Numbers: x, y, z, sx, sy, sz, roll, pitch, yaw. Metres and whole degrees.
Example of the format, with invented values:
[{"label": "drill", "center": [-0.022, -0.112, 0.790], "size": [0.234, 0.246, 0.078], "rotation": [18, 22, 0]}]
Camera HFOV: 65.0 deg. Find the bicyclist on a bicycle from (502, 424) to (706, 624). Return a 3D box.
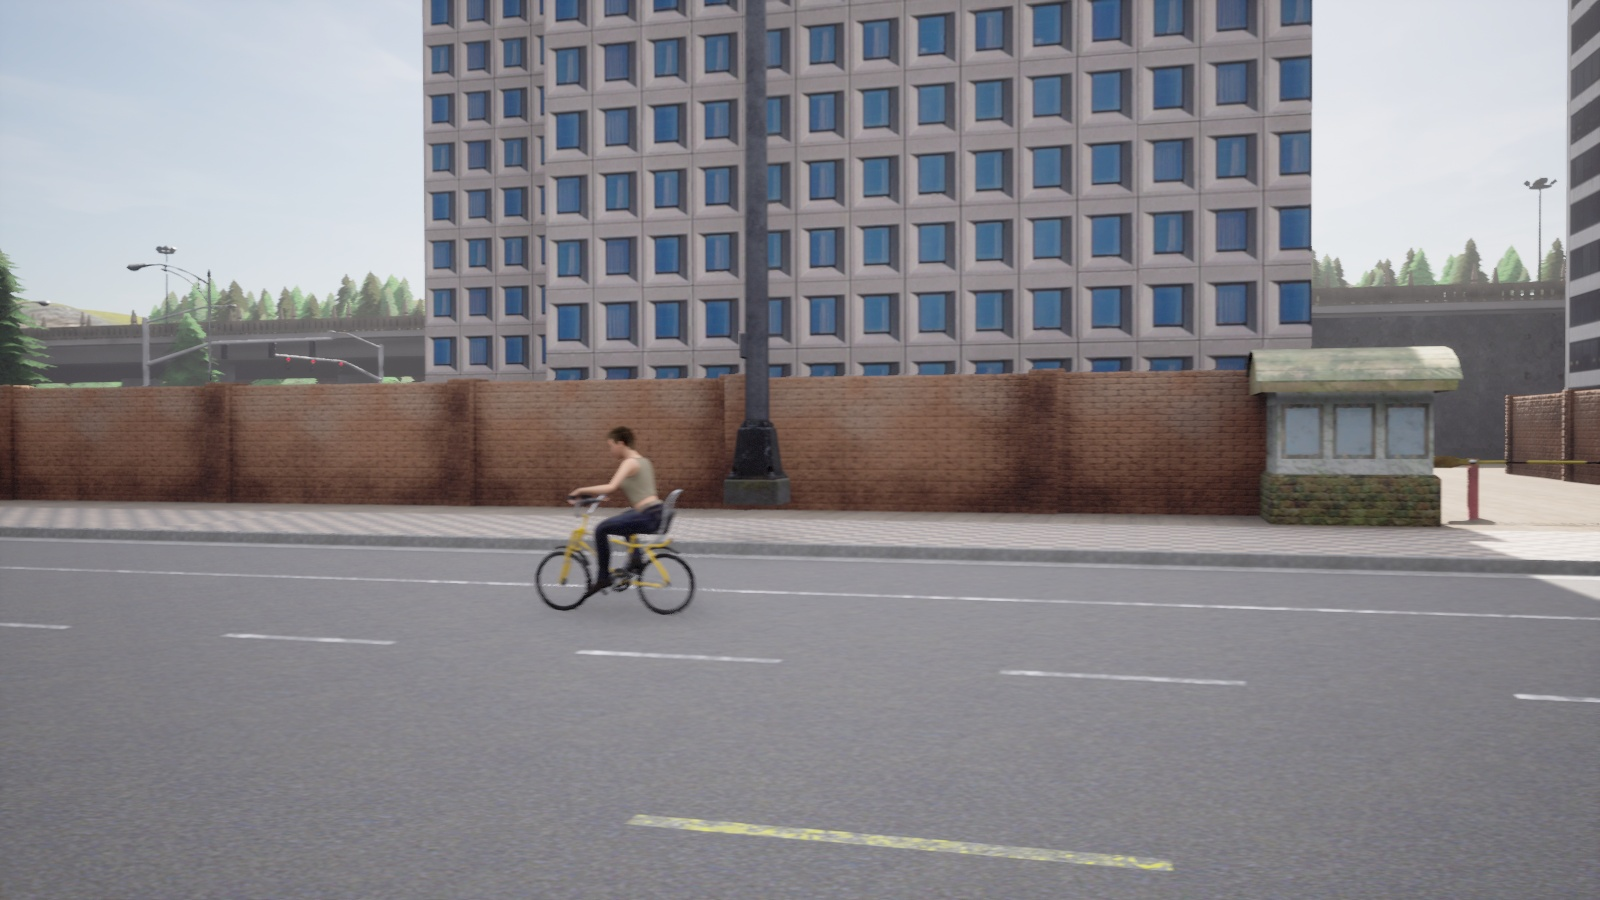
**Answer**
[{"label": "bicyclist on a bicycle", "center": [-1.667, 0.590, 10.791], "size": [1.509, 1.612, 0.866], "rotation": [0, 1, 16]}]
